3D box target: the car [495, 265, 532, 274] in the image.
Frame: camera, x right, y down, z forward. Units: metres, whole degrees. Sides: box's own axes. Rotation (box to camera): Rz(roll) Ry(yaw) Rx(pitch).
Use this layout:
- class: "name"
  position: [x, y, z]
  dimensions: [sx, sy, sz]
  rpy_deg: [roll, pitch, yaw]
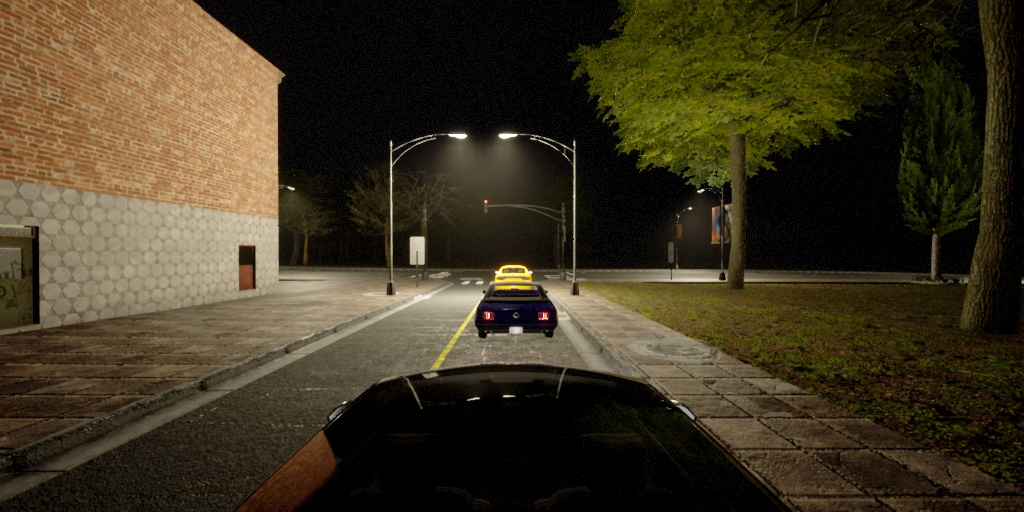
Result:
- class: "car"
  position: [0.091, 1.252, 19.486]
  dimensions: [1.882, 1.535, 5.008]
  rpy_deg: [0, 0, 1]

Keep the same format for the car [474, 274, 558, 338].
- class: "car"
  position: [0.094, 1.355, 10.141]
  dimensions: [1.895, 1.301, 4.718]
  rpy_deg: [0, 0, 0]
